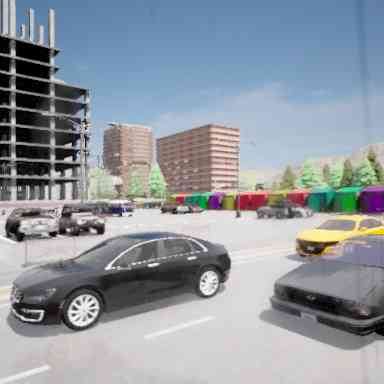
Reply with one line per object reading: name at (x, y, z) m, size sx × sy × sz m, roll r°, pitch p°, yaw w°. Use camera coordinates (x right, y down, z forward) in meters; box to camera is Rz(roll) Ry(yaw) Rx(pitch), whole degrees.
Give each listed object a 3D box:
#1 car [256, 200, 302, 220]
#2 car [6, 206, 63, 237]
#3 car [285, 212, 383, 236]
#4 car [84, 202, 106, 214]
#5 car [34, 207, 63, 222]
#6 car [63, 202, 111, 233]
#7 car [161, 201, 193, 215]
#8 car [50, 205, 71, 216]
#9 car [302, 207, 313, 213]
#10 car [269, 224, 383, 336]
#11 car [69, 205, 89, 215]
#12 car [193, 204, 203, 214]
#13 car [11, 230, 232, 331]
car at (8.397, 1.750, 33.080) m, size 1.905 × 1.878 × 3.866 m, roll 0°, pitch -2°, yaw -38°
car at (-9.303, 1.729, 19.159) m, size 1.932 × 1.855 × 4.605 m, roll 0°, pitch -2°, yaw -38°
car at (6.063, 1.671, 12.943) m, size 5.008 × 1.535 × 1.882 m, roll 0°, pitch -2°, yaw -37°
car at (-16.135, 2.623, 55.217) m, size 1.932 × 1.855 × 4.605 m, roll 0°, pitch -2°, yaw -38°
car at (-15.672, 2.446, 36.293) m, size 1.970 × 1.475 × 3.806 m, roll 0°, pitch -2°, yaw -38°
car at (-6.996, 1.733, 20.908) m, size 1.905 × 1.878 × 3.866 m, roll 0°, pitch -2°, yaw -38°
car at (-2.457, 2.221, 46.825) m, size 1.932 × 1.855 × 4.605 m, roll 0°, pitch -2°, yaw -38°
car at (-20.482, 2.859, 51.721) m, size 1.970 × 1.475 × 3.806 m, roll 0°, pitch -2°, yaw -38°
car at (10.682, 1.991, 34.858) m, size 1.970 × 1.475 × 3.806 m, roll 0°, pitch -2°, yaw -38°
car at (4.003, 1.645, 7.009) m, size 5.357 × 1.411 × 2.033 m, roll 0°, pitch -2°, yaw -37°
car at (-18.208, 2.830, 53.512) m, size 1.784 × 1.438 × 3.905 m, roll 0°, pitch -2°, yaw -38°
car at (-0.139, 2.432, 48.562) m, size 1.784 × 1.438 × 3.905 m, roll 0°, pitch -2°, yaw -38°
car at (-1.254, 1.695, 7.397) m, size 4.892 × 1.490 × 1.837 m, roll 0°, pitch -2°, yaw -38°
